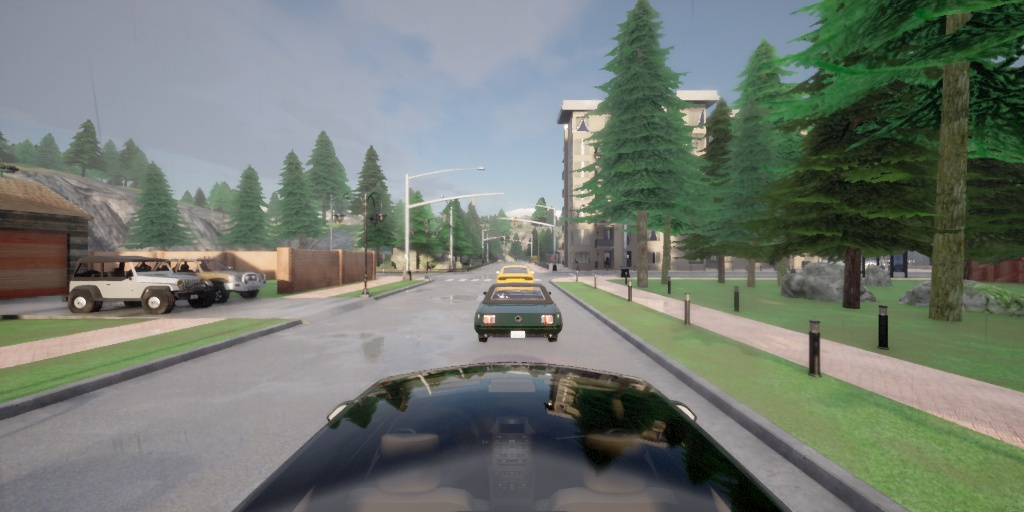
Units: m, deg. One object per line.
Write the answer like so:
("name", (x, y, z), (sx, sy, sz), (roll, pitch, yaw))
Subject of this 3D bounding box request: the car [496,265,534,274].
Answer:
("car", (0.174, 1.228, 19.040), (1.882, 1.535, 5.008), (0, 0, 0))

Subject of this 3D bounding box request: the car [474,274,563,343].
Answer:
("car", (0.145, 1.351, 9.700), (1.895, 1.301, 4.718), (0, 0, 0))
